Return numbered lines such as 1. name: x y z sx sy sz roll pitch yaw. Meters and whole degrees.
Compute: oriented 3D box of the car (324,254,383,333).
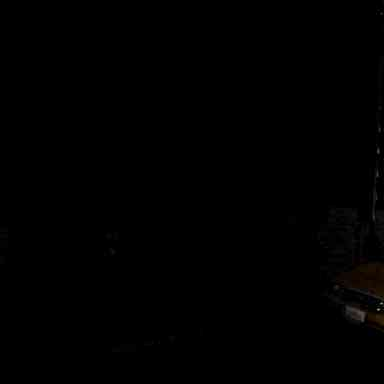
1. car: 4.481 1.470 5.929 4.829 1.417 1.752 1 2 -28
